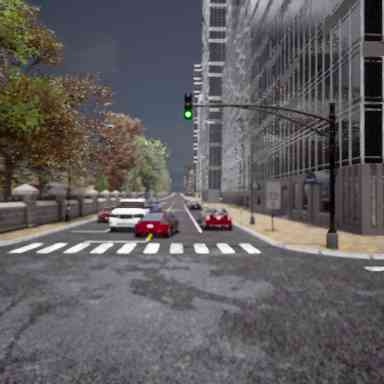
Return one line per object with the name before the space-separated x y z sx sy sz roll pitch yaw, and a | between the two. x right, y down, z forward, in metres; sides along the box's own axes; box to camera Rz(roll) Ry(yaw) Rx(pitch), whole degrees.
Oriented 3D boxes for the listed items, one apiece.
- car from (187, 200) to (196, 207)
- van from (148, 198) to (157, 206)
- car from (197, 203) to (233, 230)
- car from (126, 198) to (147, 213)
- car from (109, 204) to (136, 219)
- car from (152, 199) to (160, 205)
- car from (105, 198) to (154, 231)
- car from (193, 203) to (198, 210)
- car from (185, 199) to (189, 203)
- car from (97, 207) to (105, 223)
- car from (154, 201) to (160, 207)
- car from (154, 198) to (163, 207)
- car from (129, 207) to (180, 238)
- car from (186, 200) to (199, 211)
car | -0.183 2.387 69.122 1.752 1.417 4.829 1 -1 -2
van | -8.777 2.195 74.303 1.690 1.788 3.998 1 -1 -2
car | 1.661 1.756 23.542 1.967 1.590 4.097 1 -1 -2
car | -7.630 1.845 45.913 2.192 1.841 5.009 1 -1 -2
car | -7.174 1.941 34.554 2.008 1.369 4.403 1 -1 -2
car | -9.239 2.554 85.657 1.802 1.307 4.206 1 -1 -2
car | -4.106 1.484 22.779 2.150 2.045 5.566 0 -1 -2
car | 1.430 1.952 29.216 1.947 1.339 4.313 1 -1 -2
car | 0.284 2.172 57.598 1.967 1.590 4.097 1 -1 -2
car | -6.944 1.864 28.876 1.887 1.381 4.507 1 -1 -2
car | -4.514 1.915 32.921 1.812 1.442 4.674 0 -1 -2
car | -4.916 1.868 43.124 2.097 1.767 4.553 0 -1 -2
car | -1.944 1.802 19.589 1.994 1.385 4.181 0 -1 8
car | 0.512 2.231 51.920 1.947 1.339 4.313 1 -1 -2
